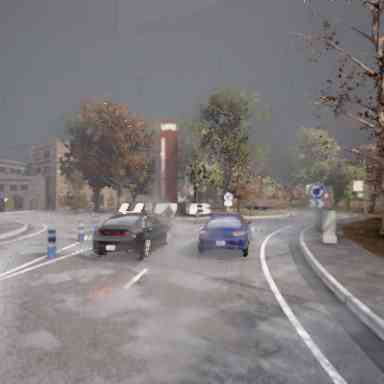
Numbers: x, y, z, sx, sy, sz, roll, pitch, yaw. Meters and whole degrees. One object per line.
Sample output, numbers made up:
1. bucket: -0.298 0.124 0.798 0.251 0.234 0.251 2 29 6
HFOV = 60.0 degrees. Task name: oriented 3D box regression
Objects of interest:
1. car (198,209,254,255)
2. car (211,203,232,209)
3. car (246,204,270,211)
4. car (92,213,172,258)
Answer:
1. car: 1.426 1.605 13.524 1.812 1.442 4.674 0 -1 11
2. car: 5.565 3.038 68.326 5.357 1.411 2.033 -1 -2 24
3. car: 13.115 3.054 66.895 4.718 1.301 1.895 -2 -2 45
4. car: -2.182 1.583 13.217 1.837 1.490 4.892 0 0 11
